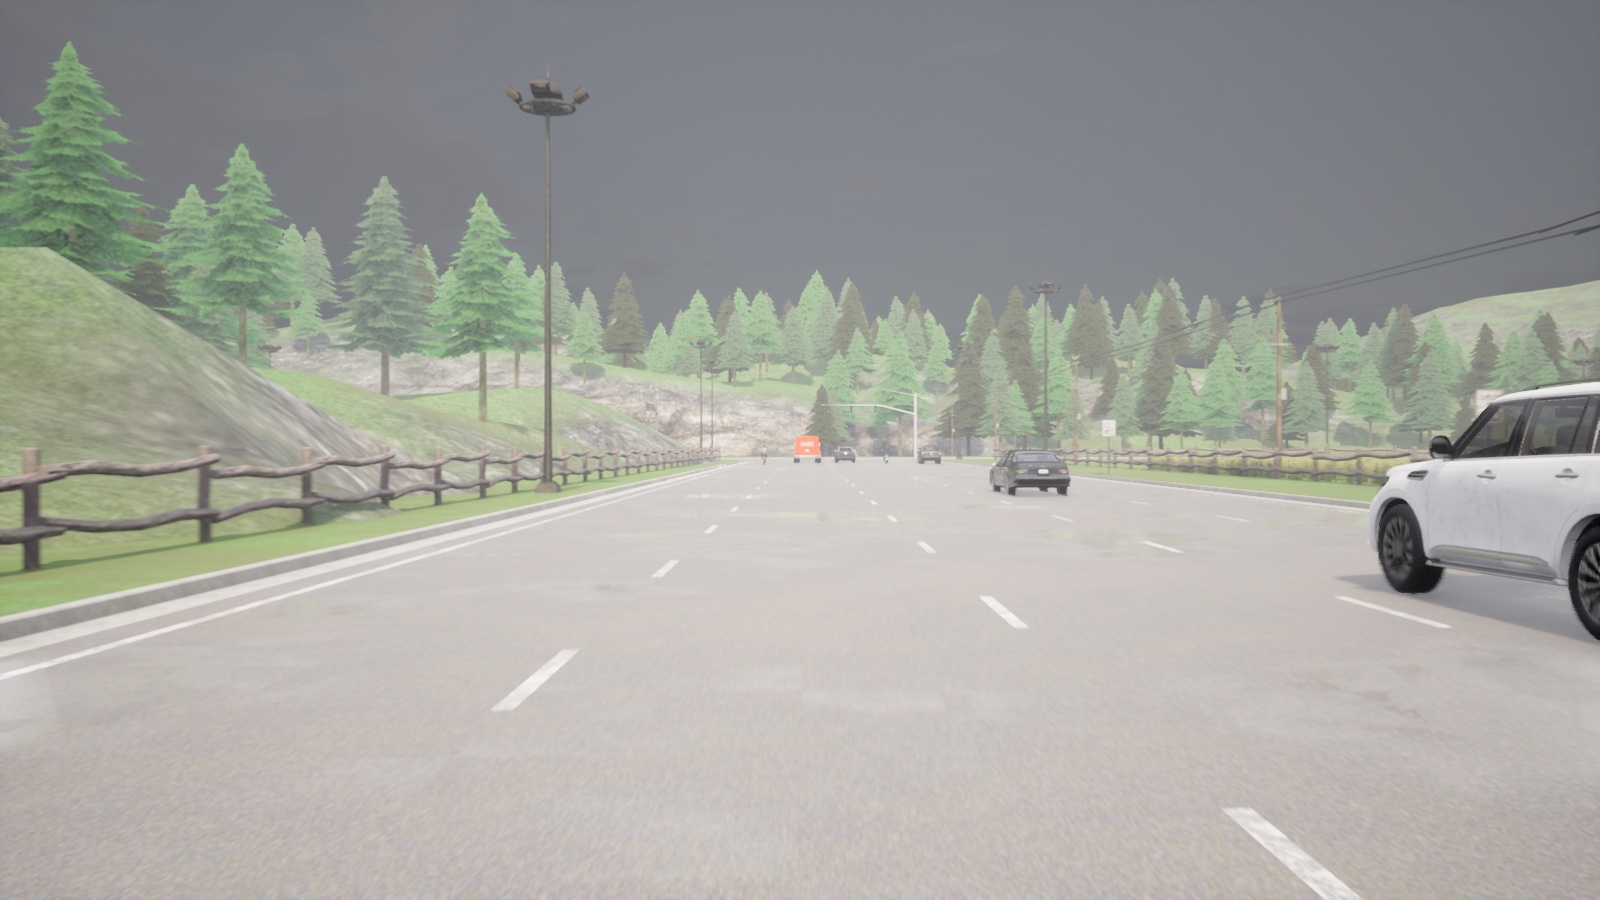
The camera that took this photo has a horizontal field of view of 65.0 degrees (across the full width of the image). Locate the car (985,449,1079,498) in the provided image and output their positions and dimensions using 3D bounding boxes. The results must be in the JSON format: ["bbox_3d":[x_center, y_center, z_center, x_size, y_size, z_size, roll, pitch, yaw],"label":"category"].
[{"bbox_3d":[7.244,0.689,39.736,2.033,1.411,5.357,0,0,0],"label":"car"}]

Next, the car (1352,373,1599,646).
[{"bbox_3d":[7.078,0.441,10.906,2.150,2.045,5.566,0,0,0],"label":"car"}]
